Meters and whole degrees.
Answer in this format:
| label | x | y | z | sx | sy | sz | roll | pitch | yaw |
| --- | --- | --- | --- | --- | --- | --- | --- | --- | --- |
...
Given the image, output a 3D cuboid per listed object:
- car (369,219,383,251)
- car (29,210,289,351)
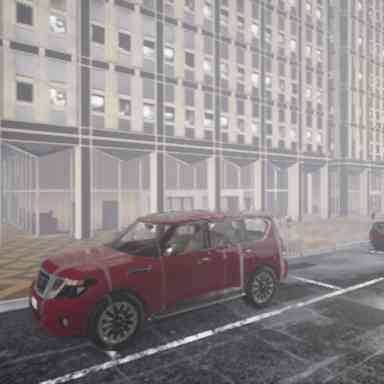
| label | x | y | z | sx | sy | sz | roll | pitch | yaw |
| --- | --- | --- | --- | --- | --- | --- | --- | --- | --- |
| car | 8.995 | 1.312 | 12.984 | 5.009 | 1.841 | 2.192 | 0 | 0 | -36 |
| car | -0.273 | 1.315 | 6.371 | 5.009 | 1.841 | 2.192 | 0 | 0 | -36 |
